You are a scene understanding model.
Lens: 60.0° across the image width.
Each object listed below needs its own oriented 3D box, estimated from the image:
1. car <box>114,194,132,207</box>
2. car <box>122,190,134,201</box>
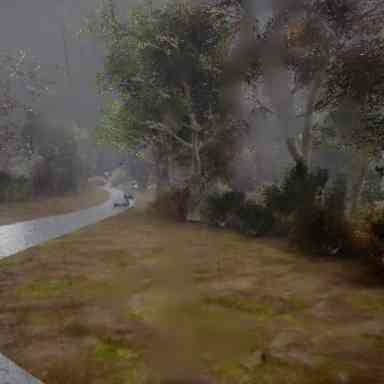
[{"bbox_3d":[-10.708,1.517,50.537,1.994,1.385,4.181,-2,1,-6],"label":"car"},{"bbox_3d":[-13.096,0.649,67.672,2.150,2.045,5.566,0,3,-11],"label":"car"}]
